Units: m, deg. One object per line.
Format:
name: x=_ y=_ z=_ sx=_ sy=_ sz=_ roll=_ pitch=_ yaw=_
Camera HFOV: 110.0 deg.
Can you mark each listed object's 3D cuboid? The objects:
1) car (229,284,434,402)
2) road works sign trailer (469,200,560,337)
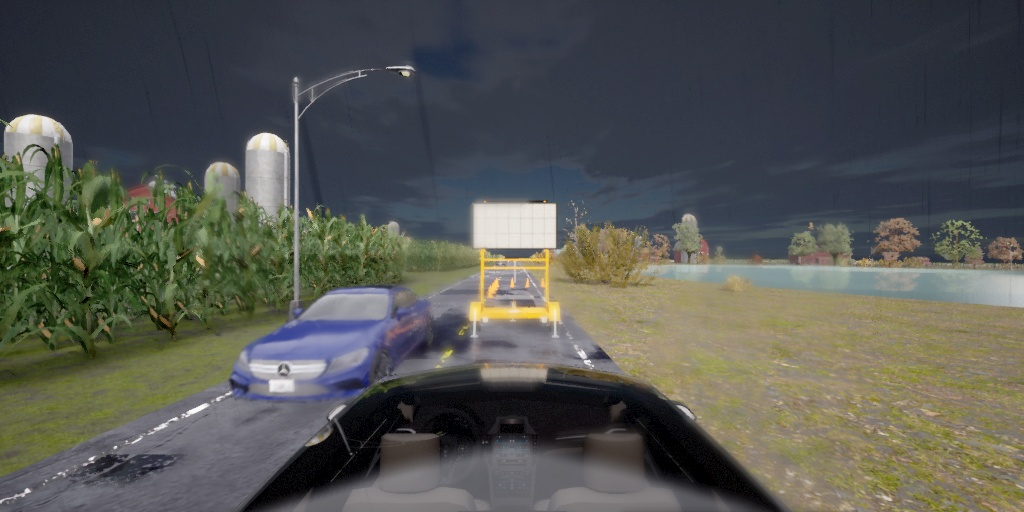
car: x=-2.700 y=1.277 z=6.567 sx=1.812 sy=1.442 sz=4.674 roll=0 pitch=0 yaw=0
road works sign trailer: x=0.081 y=0.217 z=10.239 sx=2.380 sy=3.560 sz=2.880 roll=0 pitch=0 yaw=0
